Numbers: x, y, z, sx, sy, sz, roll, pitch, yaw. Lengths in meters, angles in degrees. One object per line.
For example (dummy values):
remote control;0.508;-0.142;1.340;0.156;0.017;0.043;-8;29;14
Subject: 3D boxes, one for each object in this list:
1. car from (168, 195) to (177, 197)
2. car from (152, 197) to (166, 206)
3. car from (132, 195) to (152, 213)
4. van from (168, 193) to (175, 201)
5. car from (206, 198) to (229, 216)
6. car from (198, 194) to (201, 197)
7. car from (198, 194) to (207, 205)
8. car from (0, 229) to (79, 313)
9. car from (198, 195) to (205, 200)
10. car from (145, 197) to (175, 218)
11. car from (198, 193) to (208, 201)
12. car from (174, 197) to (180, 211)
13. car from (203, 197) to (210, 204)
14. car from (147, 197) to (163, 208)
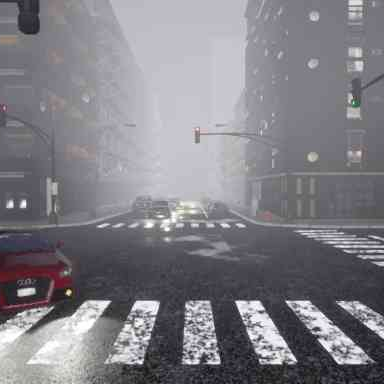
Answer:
car;-2.759;1.529;50.971;2.033;1.411;5.357;0;0;1
car;-5.309;1.562;53.700;1.802;1.307;4.206;-1;0;0
car;-5.318;1.302;37.088;2.192;1.841;5.009;-1;0;0
van;-5.302;1.302;86.922;1.690;1.788;3.998;-1;0;0
car;2.564;1.572;31.487;1.802;1.307;4.206;-1;0;0
car;2.578;1.550;75.800;1.802;1.307;4.206;-1;0;0
car;2.572;1.522;59.183;1.887;1.381;4.507;-1;0;0
car;-3.963;1.562;7.495;1.994;1.385;4.181;0;0;-33
car;2.583;1.538;92.418;1.802;1.307;4.206;-1;0;0
car;-2.833;1.495;30.220;1.837;1.490;4.892;0;0;0
car;2.576;1.280;81.340;2.192;1.841;5.009;-1;0;0
car;-2.826;1.587;40.321;1.895;1.301;4.718;0;0;0
car;2.566;1.538;37.026;2.008;1.369;4.403;-1;0;0
car;-5.312;1.508;47.992;1.752;1.417;4.829;-1;0;0
